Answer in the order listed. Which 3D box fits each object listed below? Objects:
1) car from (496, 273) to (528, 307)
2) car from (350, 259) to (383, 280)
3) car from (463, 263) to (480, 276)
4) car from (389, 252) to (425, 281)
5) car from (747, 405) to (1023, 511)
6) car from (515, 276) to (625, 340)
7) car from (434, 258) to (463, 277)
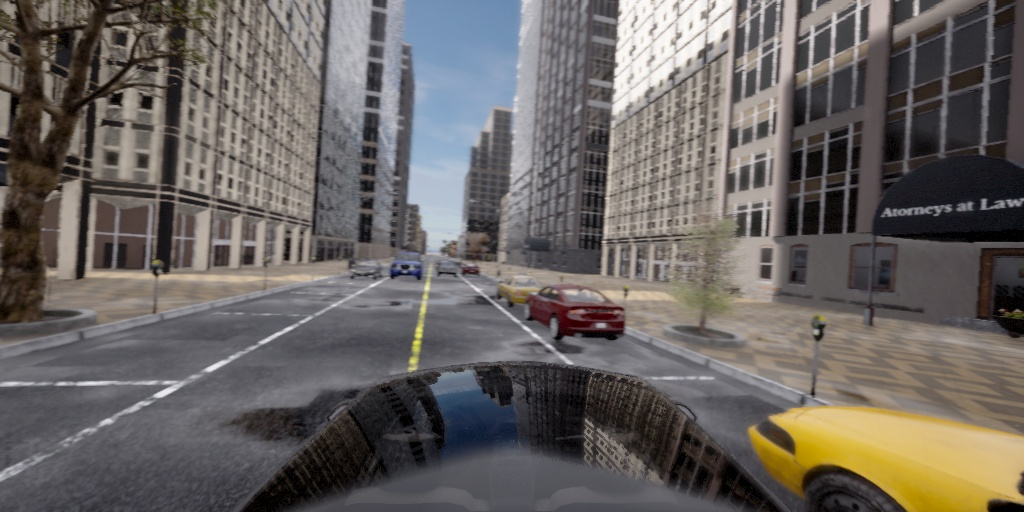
[{"bbox_3d":[0.337,1.449,16.293,1.751,1.417,4.829,0,0,-12],"label":"car"},{"bbox_3d":[-10.222,0.884,25.334,2.007,1.370,4.403,0,0,-12],"label":"car"},{"bbox_3d":[-4.489,1.381,38.169,1.888,1.381,4.507,0,0,-12],"label":"car"},{"bbox_3d":[-7.951,0.721,27.454,2.150,2.045,5.566,4,-1,-12],"label":"car"},{"bbox_3d":[3.427,1.418,0.950,1.801,1.575,5.366,4,-1,-12],"label":"car"},{"bbox_3d":[1.588,1.490,10.617,1.888,1.381,4.507,0,0,-12],"label":"car"},{"bbox_3d":[-6.236,1.229,34.271,2.033,1.411,5.357,4,-1,-13],"label":"car"}]
